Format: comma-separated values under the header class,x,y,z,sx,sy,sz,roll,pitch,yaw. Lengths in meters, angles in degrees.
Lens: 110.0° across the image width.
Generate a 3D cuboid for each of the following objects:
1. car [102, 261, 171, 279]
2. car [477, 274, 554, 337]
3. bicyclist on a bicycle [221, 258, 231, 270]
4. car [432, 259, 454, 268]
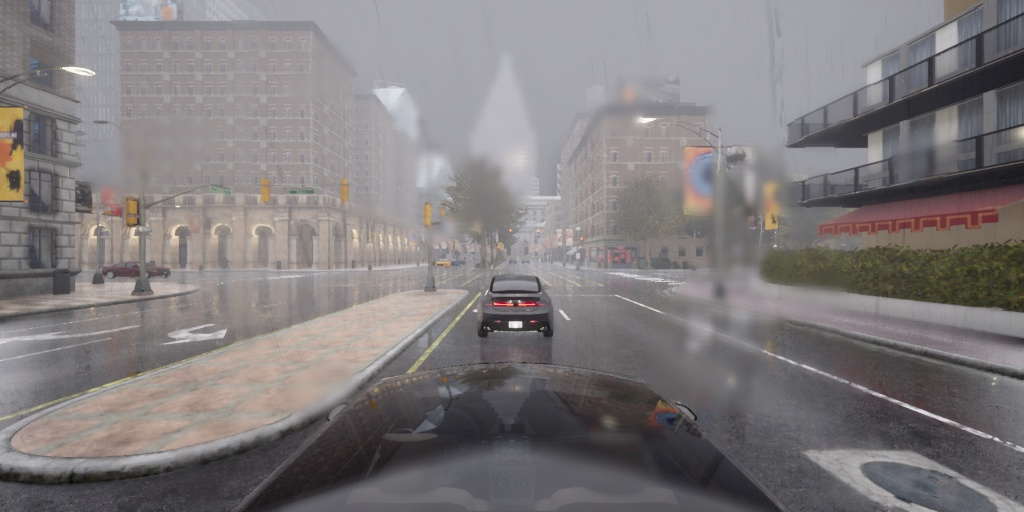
class,x,y,z,sx,sy,sz,roll,pitch,yaw
car,-33.648,1.228,32.230,5.008,1.535,1.882,0,0,0
car,0.097,1.255,10.269,1.837,1.490,4.892,0,0,0
bicyclist on a bicycle,-37.195,1.050,46.688,0.582,1.620,1.656,0,0,0
car,-11.440,1.228,59.601,1.882,1.535,5.008,0,0,0
